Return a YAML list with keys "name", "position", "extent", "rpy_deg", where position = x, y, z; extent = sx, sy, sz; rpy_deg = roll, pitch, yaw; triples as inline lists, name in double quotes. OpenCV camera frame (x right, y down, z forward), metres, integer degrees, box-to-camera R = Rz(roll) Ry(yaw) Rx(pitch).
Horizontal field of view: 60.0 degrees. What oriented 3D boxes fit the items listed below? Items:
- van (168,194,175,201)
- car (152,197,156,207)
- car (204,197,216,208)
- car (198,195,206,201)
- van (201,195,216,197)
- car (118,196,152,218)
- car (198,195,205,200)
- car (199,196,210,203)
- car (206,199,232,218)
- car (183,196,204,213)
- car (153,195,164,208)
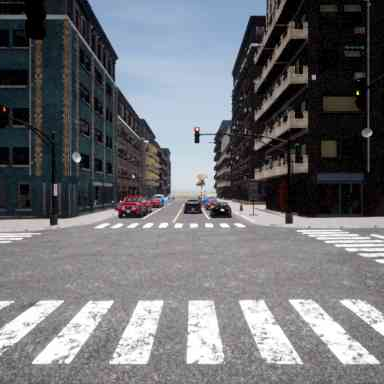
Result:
- name: "van"
  position: [-5.298, 1.302, 85.720]
  extent: [1.690, 1.788, 3.998]
  rpy_deg: [0, 0, 0]
- name: "car"
  position: [-5.308, 1.539, 35.752]
  extent: [1.887, 1.381, 4.507]
  rpy_deg: [0, 0, 0]
- name: "car"
  position: [2.574, 1.573, 41.303]
  extent: [1.802, 1.307, 4.206]
  rpy_deg: [0, 0, 0]
- name: "car"
  position: [2.581, 1.505, 85.719]
  extent: [1.887, 1.381, 4.507]
  rpy_deg: [0, 0, 0]
- name: "van"
  position: [2.575, 1.330, 46.855]
  extent: [1.690, 1.788, 3.998]
  rpy_deg: [0, 0, 0]
- name: "car"
  position: [-5.308, 1.311, 30.200]
  extent: [2.192, 1.841, 5.009]
  rpy_deg: [0, 0, 0]
- name: "car"
  position: [2.582, 1.500, 91.272]
  extent: [1.887, 1.381, 4.507]
  rpy_deg: [0, 0, 0]
- name: "car"
  position: [2.579, 1.526, 69.063]
  extent: [2.008, 1.369, 4.403]
  rpy_deg: [0, 0, 0]
- name: "car"
  position: [2.572, 1.562, 30.199]
  extent: [1.947, 1.339, 4.313]
  rpy_deg: [0, 0, 0]
- name: "car"
  position: [0.110, 1.498, 36.786]
  extent: [1.837, 1.490, 4.892]
  rpy_deg: [0, 0, 0]
- name: "car"
  position: [-5.305, 1.533, 46.856]
  extent: [1.887, 1.381, 4.507]
  rpy_deg: [0, 0, 0]
